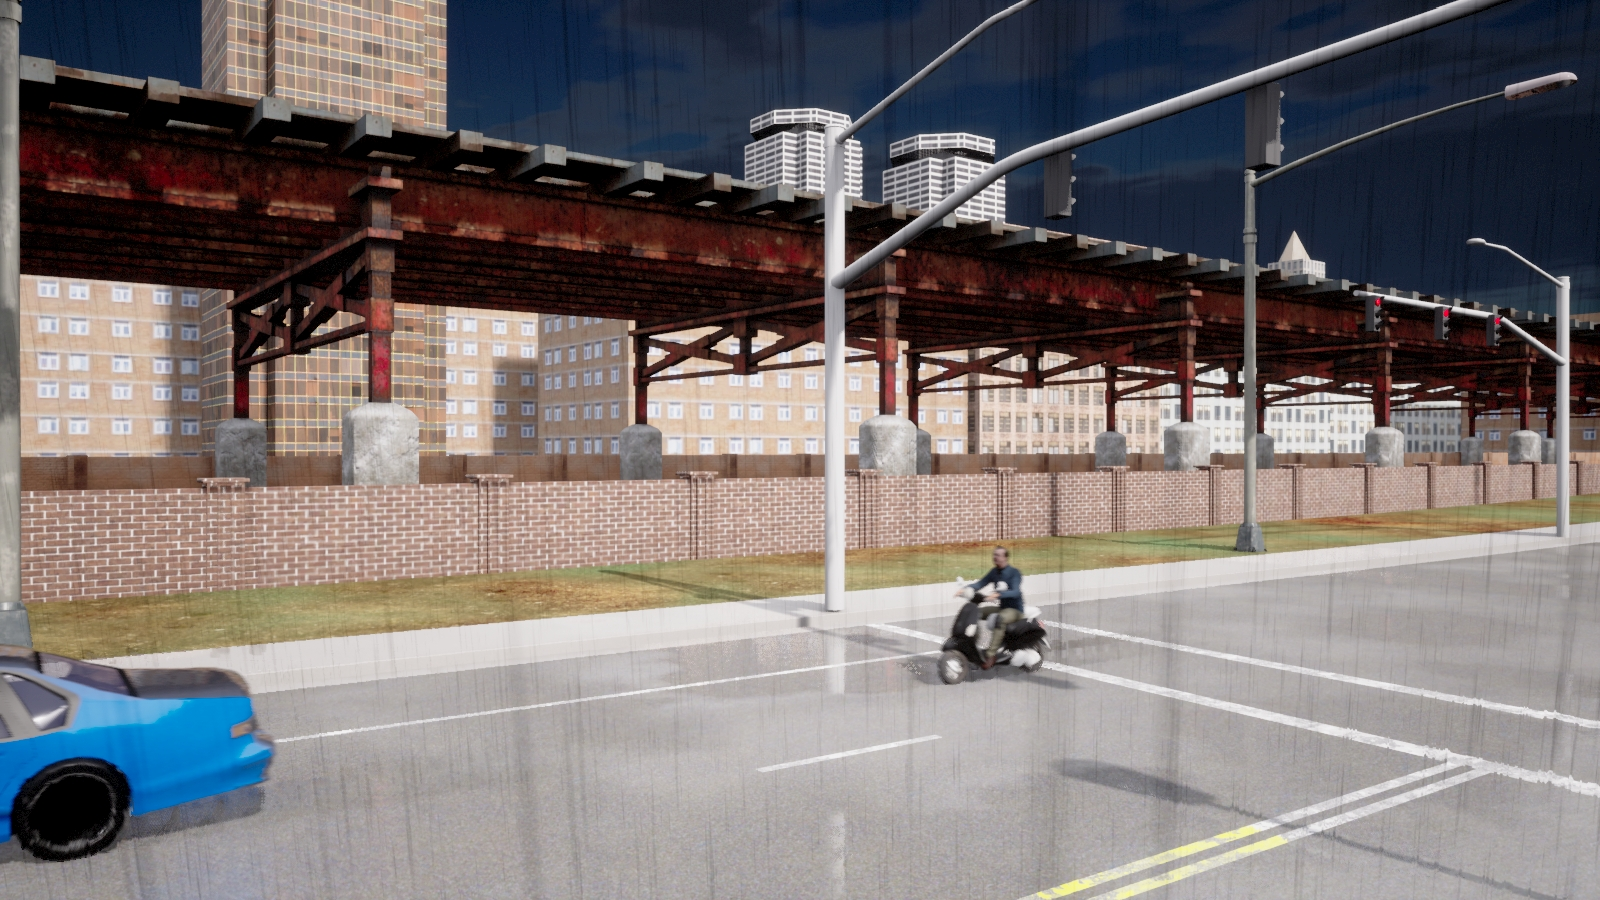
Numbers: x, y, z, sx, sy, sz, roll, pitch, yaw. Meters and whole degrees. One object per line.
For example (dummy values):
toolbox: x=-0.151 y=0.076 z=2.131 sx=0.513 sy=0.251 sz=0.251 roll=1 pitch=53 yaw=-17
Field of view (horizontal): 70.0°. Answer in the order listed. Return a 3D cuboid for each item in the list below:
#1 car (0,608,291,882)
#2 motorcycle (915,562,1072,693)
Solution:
car: x=-6.542 y=2.106 z=7.749 sx=5.357 sy=1.411 sz=2.033 roll=0 pitch=0 yaw=-35
motorcycle: x=2.386 y=2.129 z=14.014 sx=1.805 sy=1.341 sz=0.856 roll=0 pitch=0 yaw=-35
